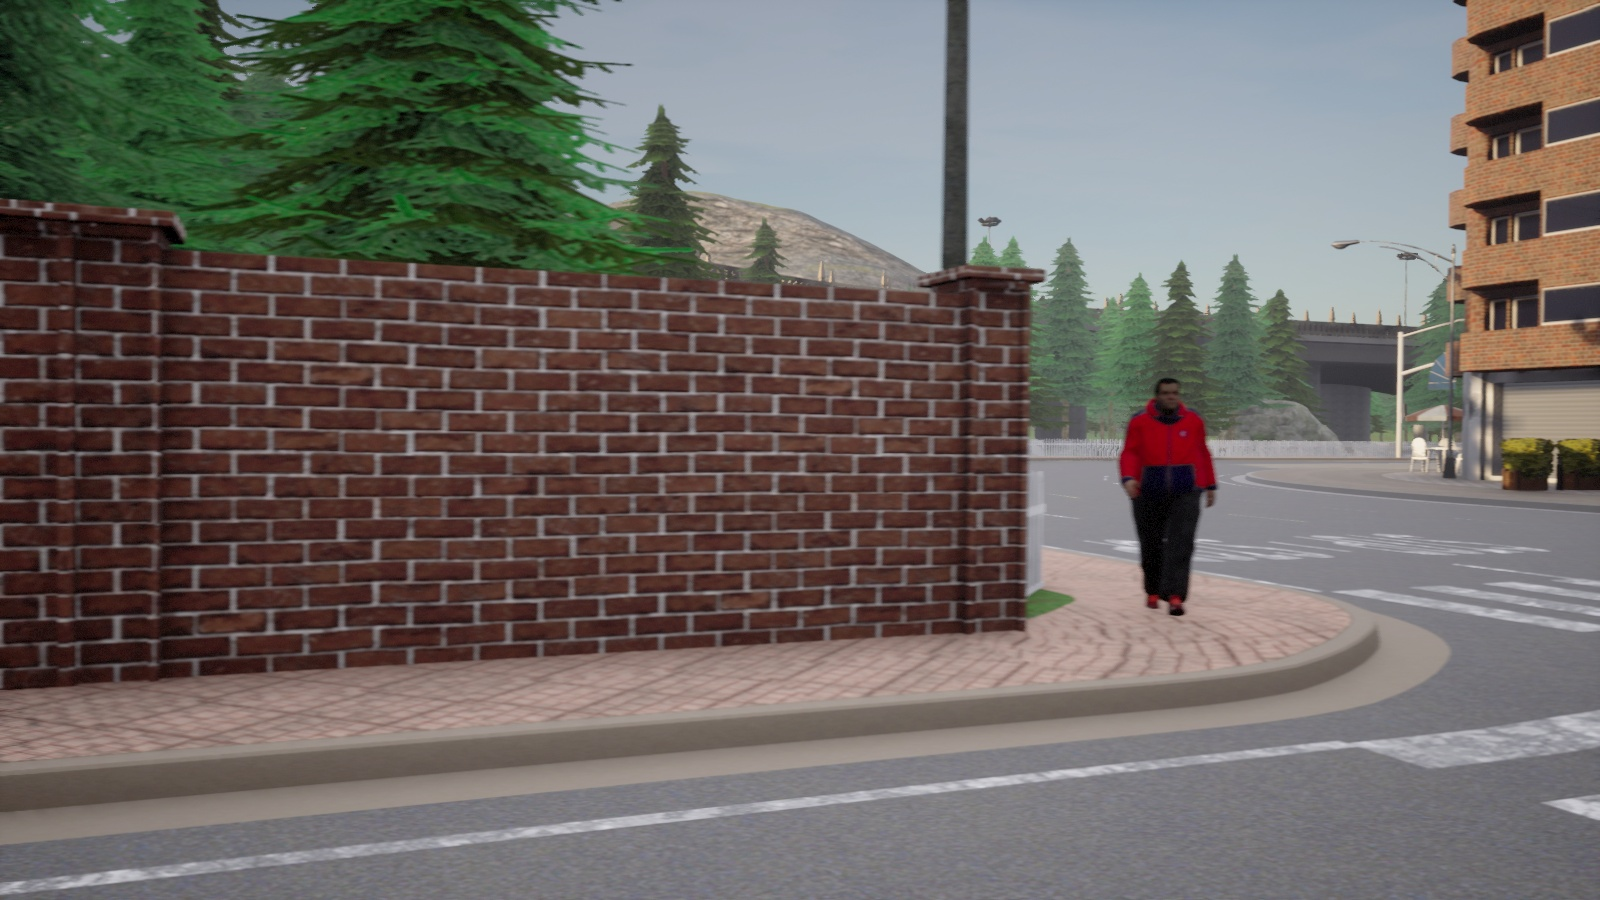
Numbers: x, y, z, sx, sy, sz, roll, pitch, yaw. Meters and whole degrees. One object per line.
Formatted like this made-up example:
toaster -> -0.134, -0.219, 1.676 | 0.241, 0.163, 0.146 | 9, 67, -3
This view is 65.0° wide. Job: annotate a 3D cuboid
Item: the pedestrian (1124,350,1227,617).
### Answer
pedestrian -> 2.721, 0.227, 9.175 | 0.634, 1.844, 0.899 | 0, 1, 12
